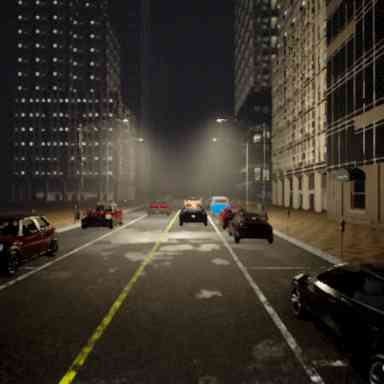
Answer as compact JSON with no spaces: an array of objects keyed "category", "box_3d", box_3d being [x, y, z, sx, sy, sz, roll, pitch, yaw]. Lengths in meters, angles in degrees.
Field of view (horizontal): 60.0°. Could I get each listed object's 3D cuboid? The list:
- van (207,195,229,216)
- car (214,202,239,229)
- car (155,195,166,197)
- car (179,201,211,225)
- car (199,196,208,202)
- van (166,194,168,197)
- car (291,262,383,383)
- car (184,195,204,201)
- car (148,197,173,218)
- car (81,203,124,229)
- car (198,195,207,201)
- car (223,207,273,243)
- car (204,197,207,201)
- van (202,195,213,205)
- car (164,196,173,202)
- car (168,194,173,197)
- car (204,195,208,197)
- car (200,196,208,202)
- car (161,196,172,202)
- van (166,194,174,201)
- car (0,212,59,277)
[{"category":"van","box_3d":[2.696,1.379,32.170,1.690,1.788,3.998,0,0,0]},{"category":"car","box_3d":[2.694,1.573,21.473,1.887,1.381,4.507,0,0,0]},{"category":"car","box_3d":[-5.688,1.591,53.437,1.887,1.381,4.507,1,0,0]},{"category":"car","box_3d":[0.098,1.595,24.156,1.994,1.385,4.181,0,0,0]},{"category":"car","box_3d":[2.692,1.575,79.998,1.887,1.381,4.507,1,0,0]},{"category":"van","box_3d":[-5.686,1.386,58.749,1.690,1.788,3.998,1,0,0]},{"category":"car","box_3d":[2.695,1.574,4.417,1.947,1.339,4.313,0,0,0]},{"category":"car","box_3d":[0.098,1.395,40.679,2.097,1.767,4.553,0,0,0]},{"category":"car","box_3d":[-3.003,1.489,31.527,1.882,1.535,5.008,0,0,0]},{"category":"car","box_3d":[-5.685,1.469,21.485,1.967,1.590,4.097,0,0,0]},{"category":"car","box_3d":[2.693,1.465,85.312,1.967,1.590,4.097,1,0,0]},{"category":"car","box_3d":[2.694,1.605,15.787,1.802,1.307,4.206,0,0,0]},{"category":"car","box_3d":[2.693,1.626,42.799,1.802,1.307,4.206,1,0,0]},{"category":"van","box_3d":[2.695,1.386,58.742,1.690,1.788,3.998,1,0,0]},{"category":"car","box_3d":[-5.689,1.612,80.001,1.802,1.307,4.206,1,0,0]},{"category":"car","box_3d":[-5.688,1.590,69.374,2.008,1.369,4.403,1,0,0]},{"category":"car","box_3d":[2.694,1.571,48.282,1.752,1.417,4.829,1,0,0]},{"category":"car","box_3d":[2.692,1.560,74.854,1.752,1.417,4.829,1,0,0]},{"category":"car","box_3d":[-5.688,1.585,74.688,2.008,1.369,4.403,1,0,0]},{"category":"van","box_3d":[-5.687,1.366,85.315,1.690,1.788,3.998,1,0,0]},{"category":"car","box_3d":[-5.684,1.456,10.113,1.967,1.590,4.097,0,0,0]}]
